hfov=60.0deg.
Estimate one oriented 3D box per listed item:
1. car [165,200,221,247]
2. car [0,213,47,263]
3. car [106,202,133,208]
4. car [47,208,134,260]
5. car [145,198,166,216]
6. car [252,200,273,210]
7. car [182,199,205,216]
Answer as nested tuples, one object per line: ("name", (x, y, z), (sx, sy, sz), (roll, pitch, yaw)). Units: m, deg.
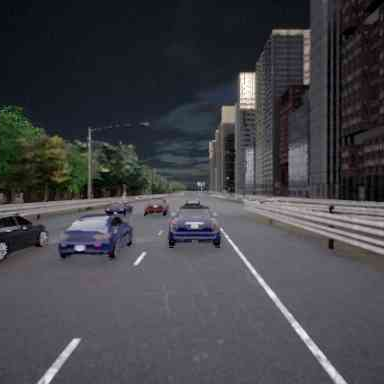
("car", (0.102, 1.355, 15.062), (2.097, 1.767, 4.553), (0, 0, 0))
("car", (-6.906, 1.507, 11.936), (1.837, 1.490, 4.892), (0, 0, 0))
("car", (-6.899, 1.613, 32.021), (1.895, 1.301, 4.718), (0, 0, 0))
("car", (-3.400, 1.528, 12.392), (1.812, 1.442, 4.674), (0, 0, 0))
("car", (-3.396, 1.365, 33.057), (2.097, 1.767, 4.553), (0, 0, 0))
("car", (9.306, 1.657, 43.080), (1.895, 1.301, 4.718), (0, 0, -13))
("car", (0.102, 1.504, 33.263), (2.128, 1.511, 4.902), (0, 0, 0))
